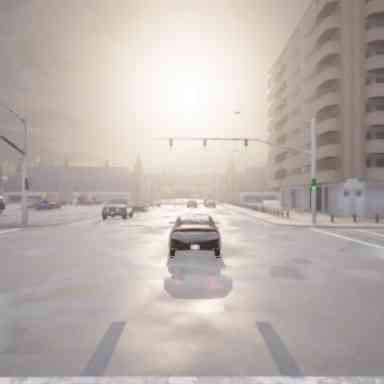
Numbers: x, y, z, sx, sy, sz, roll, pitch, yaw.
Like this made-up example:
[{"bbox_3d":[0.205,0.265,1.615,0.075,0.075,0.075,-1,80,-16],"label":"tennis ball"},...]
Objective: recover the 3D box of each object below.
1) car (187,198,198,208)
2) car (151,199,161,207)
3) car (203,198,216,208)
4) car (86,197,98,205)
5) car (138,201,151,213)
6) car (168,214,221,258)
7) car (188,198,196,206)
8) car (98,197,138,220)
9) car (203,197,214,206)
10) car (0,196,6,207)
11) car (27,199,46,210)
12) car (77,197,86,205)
[{"bbox_3d":[0.011,2.142,62.573,1.882,1.535,5.008,0,-1,0],"label":"car"},{"bbox_3d":[-6.990,2.175,64.294,2.128,1.511,4.902,0,-1,0],"label":"car"},{"bbox_3d":[3.511,2.192,62.829,1.812,1.442,4.674,0,-1,0],"label":"car"},{"bbox_3d":[-21.036,1.931,73.190,1.932,1.855,4.605,0,-1,0],"label":"car"},{"bbox_3d":[-7.074,2.076,44.683,1.895,1.301,4.718,0,-1,0],"label":"car"},{"bbox_3d":[0.101,1.603,13.278,2.128,1.511,4.902,0,-1,0],"label":"car"},{"bbox_3d":[0.012,2.119,71.808,1.837,1.490,4.892,0,-1,0],"label":"car"},{"bbox_3d":[-7.088,1.566,32.332,2.150,2.045,5.566,0,-1,0],"label":"car"},{"bbox_3d":[3.512,1.974,71.779,2.097,1.767,4.553,0,-1,0],"label":"car"},{"bbox_3d":[-43.554,1.936,73.291,1.905,1.878,3.866,0,-1,0],"label":"car"},{"bbox_3d":[-26.701,1.989,55.797,1.970,1.475,3.806,0,-1,0],"label":"car"},{"bbox_3d":[-23.930,1.934,73.255,1.905,1.878,3.866,0,-1,0],"label":"car"}]
